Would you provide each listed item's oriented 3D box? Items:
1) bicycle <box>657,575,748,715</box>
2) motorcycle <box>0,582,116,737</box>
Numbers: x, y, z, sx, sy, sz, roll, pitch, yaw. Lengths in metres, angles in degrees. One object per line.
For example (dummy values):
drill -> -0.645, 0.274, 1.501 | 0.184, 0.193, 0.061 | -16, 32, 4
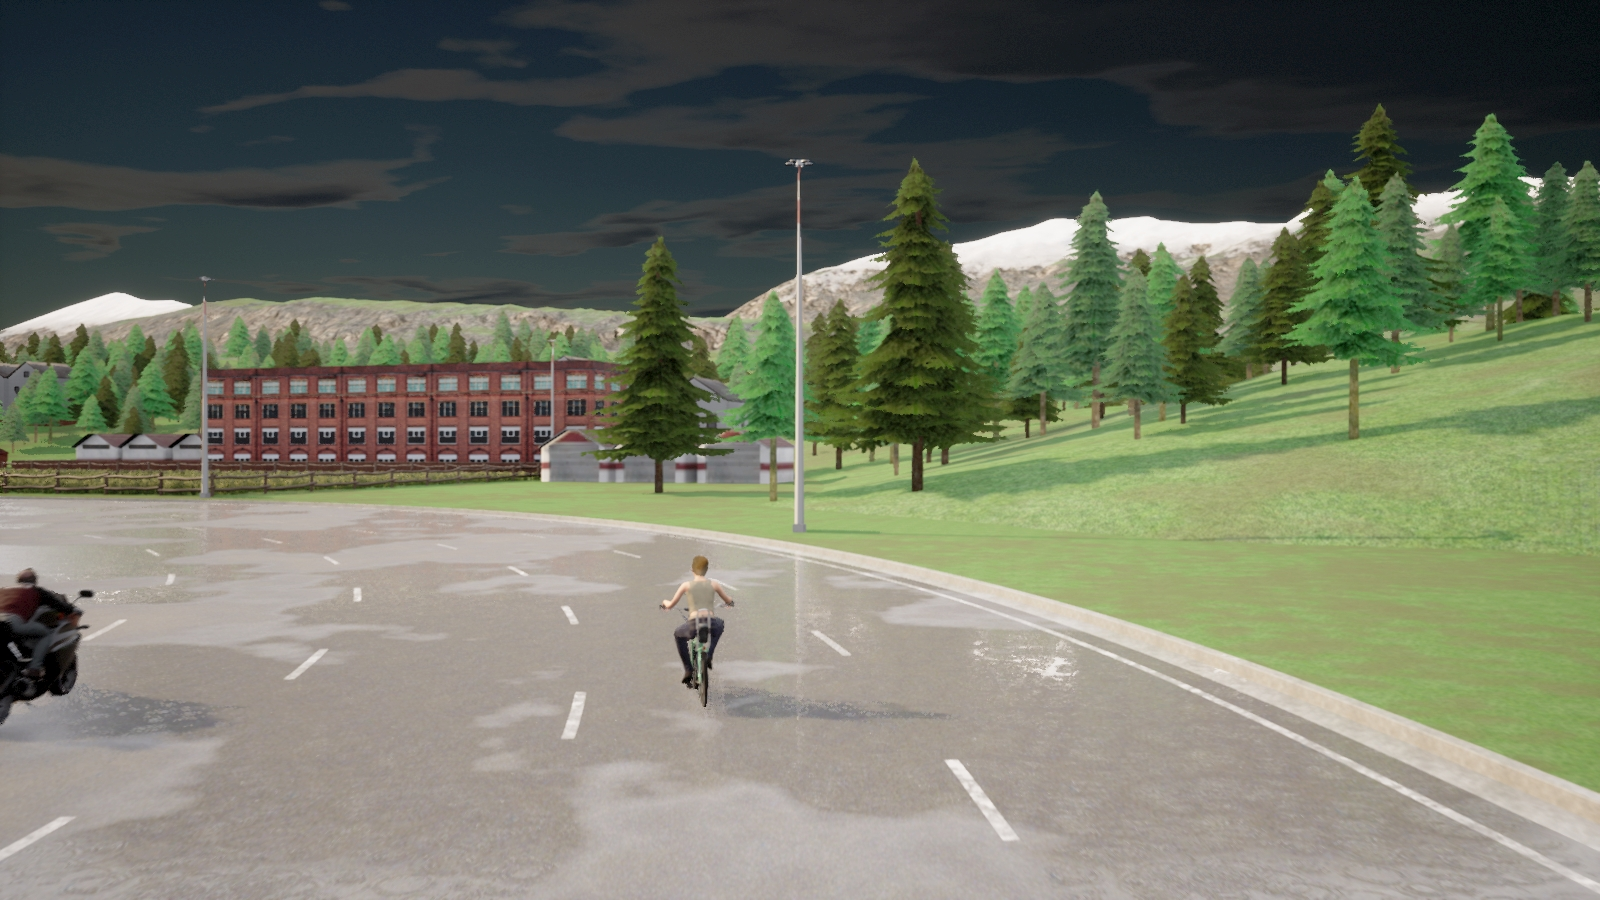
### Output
bicycle -> -1.115, 2.129, 12.764 | 0.859, 1.276, 1.487 | -1, 0, -10
motorcycle -> -8.238, 2.177, 12.202 | 0.867, 1.251, 2.209 | -1, 0, -11
